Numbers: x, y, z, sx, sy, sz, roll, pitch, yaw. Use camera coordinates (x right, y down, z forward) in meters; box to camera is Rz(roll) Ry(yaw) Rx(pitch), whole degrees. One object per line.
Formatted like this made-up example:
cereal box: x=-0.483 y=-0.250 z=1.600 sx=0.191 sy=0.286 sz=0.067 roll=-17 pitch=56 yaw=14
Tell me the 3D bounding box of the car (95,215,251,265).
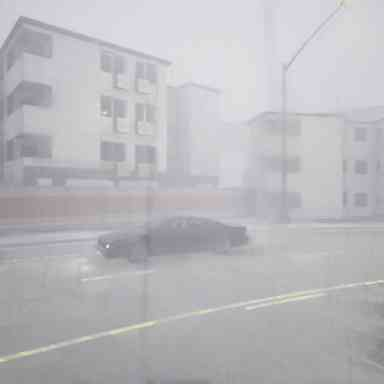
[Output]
car: x=-0.528 y=1.517 z=11.622 sx=5.357 sy=1.411 sz=2.033 roll=0 pitch=0 yaw=-26
